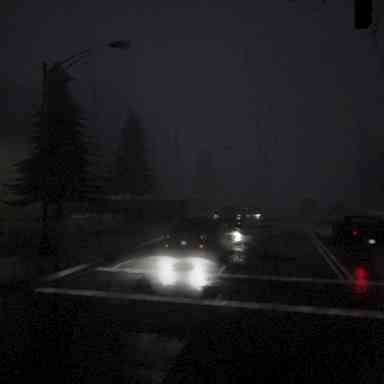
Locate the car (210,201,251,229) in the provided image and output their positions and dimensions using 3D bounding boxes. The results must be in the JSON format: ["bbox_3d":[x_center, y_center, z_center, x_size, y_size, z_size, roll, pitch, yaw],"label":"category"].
[{"bbox_3d":[2.957,1.769,25.163,2.097,1.767,4.553,-1,-1,15],"label":"car"}]

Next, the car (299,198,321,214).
[{"bbox_3d":[15.187,1.786,43.356,2.150,2.045,5.566,-1,-1,18],"label":"car"}]

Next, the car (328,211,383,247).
[{"bbox_3d":[7.974,1.778,15.878,1.895,1.301,4.718,-1,-1,14],"label":"car"}]

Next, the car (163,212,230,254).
[{"bbox_3d":[0.222,1.834,14.945,1.994,1.385,4.181,-1,-1,16],"label":"car"}]

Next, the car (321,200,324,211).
[{"bbox_3d":[21.240,1.996,52.695,2.097,1.767,4.553,-1,-1,15],"label":"car"}]

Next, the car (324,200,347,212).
[{"bbox_3d":[18.753,1.987,43.132,1.882,1.535,5.008,-1,-1,15],"label":"car"}]

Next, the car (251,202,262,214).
[{"bbox_3d":[8.480,2.178,45.706,1.882,1.535,5.008,-1,-1,15],"label":"car"}]
